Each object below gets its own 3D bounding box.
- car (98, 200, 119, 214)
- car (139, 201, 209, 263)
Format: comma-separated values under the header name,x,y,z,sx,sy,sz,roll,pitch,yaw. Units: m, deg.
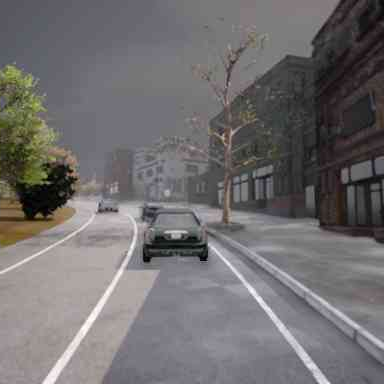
name,x,y,z,sx,sy,sz,roll,pitch,yaw
car,-8.753,1.553,34.641,1.994,1.385,4.181,2,0,-18
car,-0.693,1.369,12.279,2.097,1.767,4.553,0,0,-6
